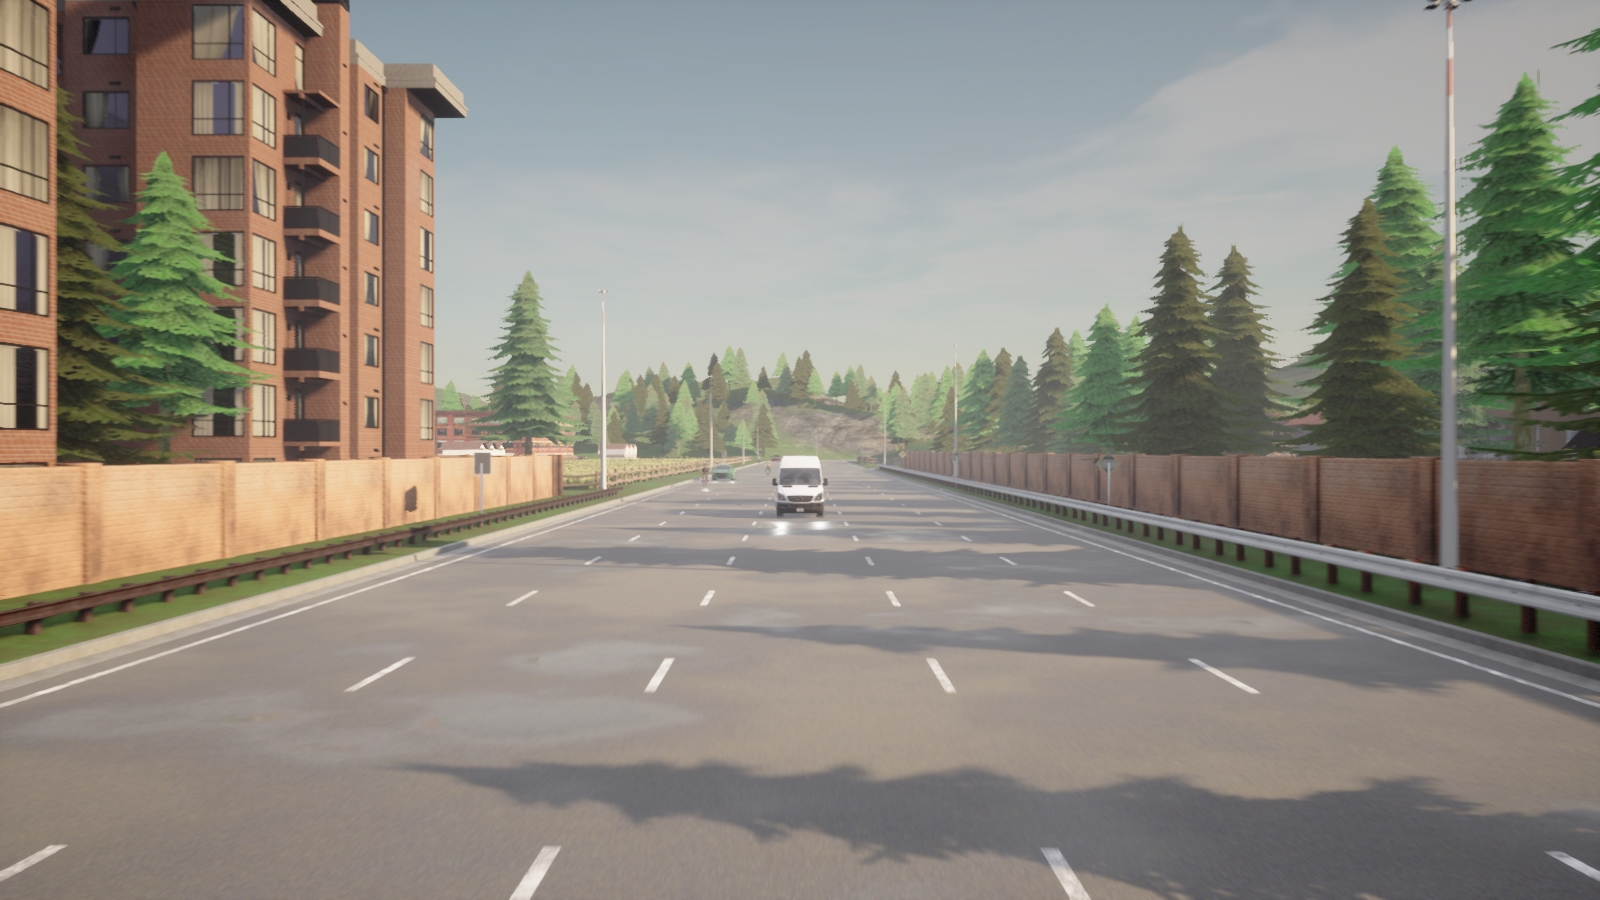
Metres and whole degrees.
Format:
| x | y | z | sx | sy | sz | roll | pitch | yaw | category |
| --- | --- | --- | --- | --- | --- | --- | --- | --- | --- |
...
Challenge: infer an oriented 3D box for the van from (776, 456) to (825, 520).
| x | y | z | sx | sy | sz | roll | pitch | yaw | category |
| --- | --- | --- | --- | --- | --- | --- | --- | --- | --- |
| 0.013 | 1.534 | 48.864 | 1.988 | 2.561 | 5.915 | 0 | 0 | 0 | van |
